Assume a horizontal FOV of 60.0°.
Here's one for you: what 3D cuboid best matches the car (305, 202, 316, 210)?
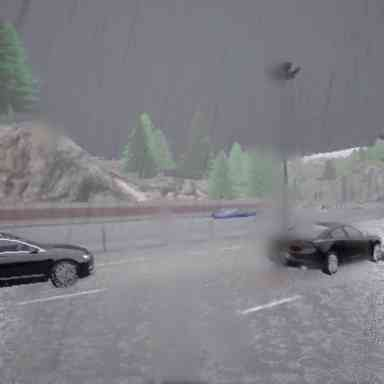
[{"bbox_3d":[27.641,3.225,77.692,2.097,1.767,4.553,-2,-2,27],"label":"car"}]

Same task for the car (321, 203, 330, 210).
[{"bbox_3d":[30.803,3.255,76.191,1.882,1.535,5.008,-2,-2,27],"label":"car"}]

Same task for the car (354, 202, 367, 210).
[{"bbox_3d":[34.466,2.904,67.987,2.097,1.767,4.553,-2,-2,29],"label":"car"}]

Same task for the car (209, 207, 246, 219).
[{"bbox_3d":[4.893,2.820,44.951,2.033,1.411,5.357,-2,-2,44],"label":"car"}]

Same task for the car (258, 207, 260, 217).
[{"bbox_3d":[7.726,2.666,42.907,2.128,1.511,4.902,-2,-2,43],"label":"car"}]

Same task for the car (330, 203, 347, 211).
[{"bbox_3d":[29.595,2.911,66.416,2.097,1.767,4.553,-2,-2,31],"label":"car"}]

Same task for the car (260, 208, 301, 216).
[{"bbox_3d":[9.490,2.506,34.668,4.718,1.301,1.895,1,-2,-45],"label":"car"}]

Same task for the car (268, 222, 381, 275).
[{"bbox_3d":[4.741,1.765,11.556,5.008,1.535,1.882,0,-2,-38],"label":"car"}]

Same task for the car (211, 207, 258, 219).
[{"bbox_3d":[4.371,2.451,34.609,5.008,1.535,1.882,1,-2,-44],"label":"car"}]

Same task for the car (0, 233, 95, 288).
[{"bbox_3d":[-5.100,1.829,8.728,4.902,1.511,2.128,0,-2,-35],"label":"car"}]
